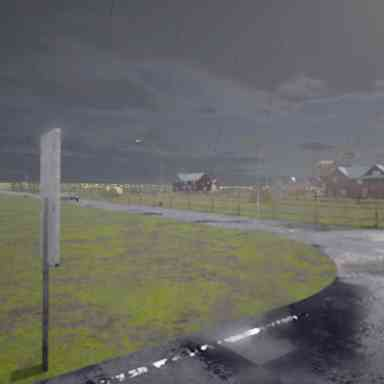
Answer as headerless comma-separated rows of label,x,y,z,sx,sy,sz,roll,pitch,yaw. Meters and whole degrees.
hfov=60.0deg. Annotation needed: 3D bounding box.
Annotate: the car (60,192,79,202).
car,-18.483,0.702,50.048,1.994,1.385,4.181,1,1,-36
